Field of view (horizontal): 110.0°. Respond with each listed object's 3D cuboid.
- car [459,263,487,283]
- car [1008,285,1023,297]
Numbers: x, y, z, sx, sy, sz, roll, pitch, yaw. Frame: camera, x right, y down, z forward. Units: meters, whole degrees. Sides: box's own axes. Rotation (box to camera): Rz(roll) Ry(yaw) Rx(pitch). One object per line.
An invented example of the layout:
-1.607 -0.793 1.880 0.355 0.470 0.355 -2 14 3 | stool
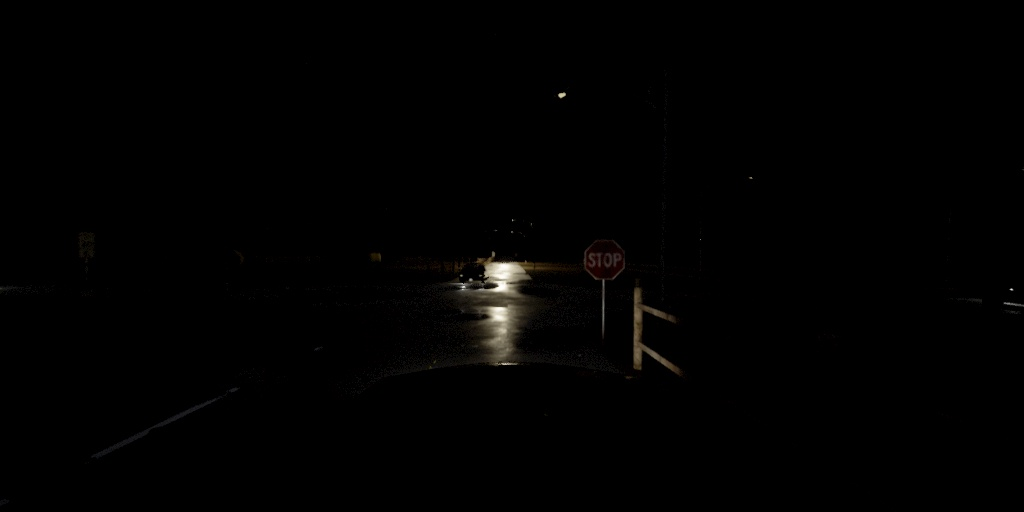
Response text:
-2.902 1.268 27.854 2.033 1.411 5.357 0 0 0 | car
31.546 1.953 20.140 5.357 1.411 2.033 1 1 -1 | car
